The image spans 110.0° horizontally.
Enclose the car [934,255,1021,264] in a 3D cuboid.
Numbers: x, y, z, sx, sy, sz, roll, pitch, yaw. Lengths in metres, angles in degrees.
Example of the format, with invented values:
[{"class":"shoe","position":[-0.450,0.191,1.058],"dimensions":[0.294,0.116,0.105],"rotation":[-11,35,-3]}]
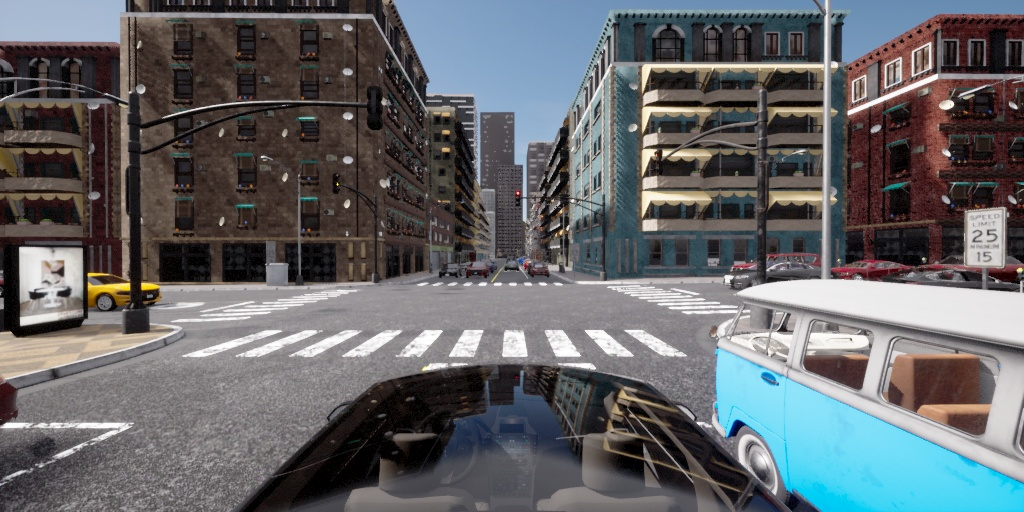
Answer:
[{"class":"car","position":[23.942,0.721,18.836],"dimensions":[4.553,1.767,2.097],"rotation":[-1,0,0]}]

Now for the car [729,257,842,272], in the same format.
[{"class":"car","position":[13.689,1.008,18.731],"dimensions":[4.902,1.511,2.128],"rotation":[-1,0,-1]}]

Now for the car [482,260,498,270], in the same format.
[{"class":"car","position":[-3.202,1.326,52.965],"dimensions":[1.994,1.385,4.181],"rotation":[0,0,1]}]

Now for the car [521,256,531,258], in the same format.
[{"class":"car","position":[2.998,1.226,64.917],"dimensions":[1.801,1.575,5.366],"rotation":[0,0,0]}]

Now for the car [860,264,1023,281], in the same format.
[{"class":"car","position":[15.766,1.097,12.969],"dimensions":[4.313,1.339,1.948],"rotation":[0,0,-1]}]

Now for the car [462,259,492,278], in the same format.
[{"class":"car","position":[-3.177,1.230,33.857],"dimensions":[1.882,1.535,5.008],"rotation":[0,0,0]}]

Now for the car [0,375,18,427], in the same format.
[{"class":"car","position":[-5.692,1.332,1.745],"dimensions":[1.802,1.307,4.207],"rotation":[0,0,0]}]

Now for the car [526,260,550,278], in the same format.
[{"class":"car","position":[2.611,1.335,34.158],"dimensions":[1.802,1.307,4.207],"rotation":[0,0,0]}]

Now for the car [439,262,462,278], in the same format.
[{"class":"car","position":[-5.770,1.319,34.150],"dimensions":[1.948,1.339,4.313],"rotation":[0,0,0]}]

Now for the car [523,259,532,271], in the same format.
[{"class":"car","position":[2.598,1.321,39.681],"dimensions":[1.948,1.339,4.313],"rotation":[0,0,0]}]

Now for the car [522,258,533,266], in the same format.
[{"class":"car","position":[2.571,1.306,50.728],"dimensions":[1.888,1.381,4.507],"rotation":[0,0,0]}]

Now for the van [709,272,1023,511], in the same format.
[{"class":"van","position":[2.689,1.091,1.764],"dimensions":[1.690,1.789,3.998],"rotation":[0,0,0]}]

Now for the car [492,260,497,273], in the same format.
[{"class":"car","position":[-3.196,1.109,43.037],"dimensions":[2.097,1.767,4.553],"rotation":[0,0,0]}]

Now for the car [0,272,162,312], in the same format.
[{"class":"car","position":[-17.910,1.478,15.230],"dimensions":[5.008,1.535,1.882],"rotation":[-1,0,-1]}]

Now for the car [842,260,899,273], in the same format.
[{"class":"car","position":[21.295,0.931,21.403],"dimensions":[4.507,1.381,1.888],"rotation":[0,0,-1]}]

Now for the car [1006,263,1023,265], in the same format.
[{"class":"car","position":[21.336,1.033,13.022],"dimensions":[4.207,1.307,1.802],"rotation":[0,0,-1]}]

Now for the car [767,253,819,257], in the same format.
[{"class":"car","position":[15.725,0.781,21.349],"dimensions":[5.009,1.841,2.192],"rotation":[0,0,-1]}]

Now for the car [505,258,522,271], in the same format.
[{"class":"car","position":[-0.017,1.324,50.752],"dimensions":[1.994,1.385,4.181],"rotation":[0,0,0]}]
